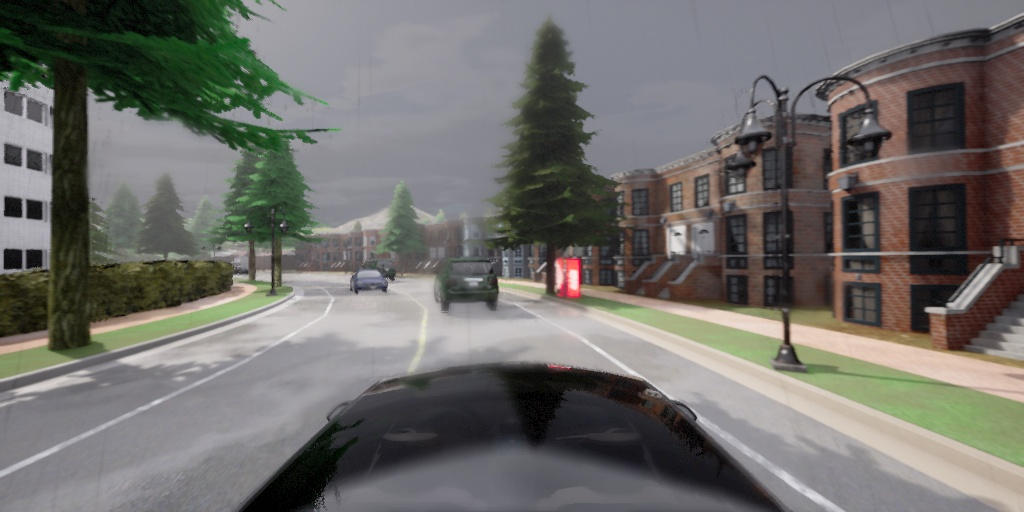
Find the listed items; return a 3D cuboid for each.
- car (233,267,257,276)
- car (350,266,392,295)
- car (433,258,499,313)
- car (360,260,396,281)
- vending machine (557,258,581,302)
[{"bbox_3d":[-38.544,2.176,51.621,4.718,1.301,1.895,-1,-1,37],"label":"car"},{"bbox_3d":[-9.058,1.562,22.584,1.812,1.442,4.674,0,-1,-29],"label":"car"},{"bbox_3d":[-2.087,1.126,15.274,2.150,2.045,5.566,0,-1,-16],"label":"car"},{"bbox_3d":[-13.348,1.420,35.121,2.150,2.045,5.566,0,-1,-42],"label":"car"},{"bbox_3d":[2.824,1.084,17.794,1.100,2.100,0.880,0,0,-18],"label":"vending machine"}]
